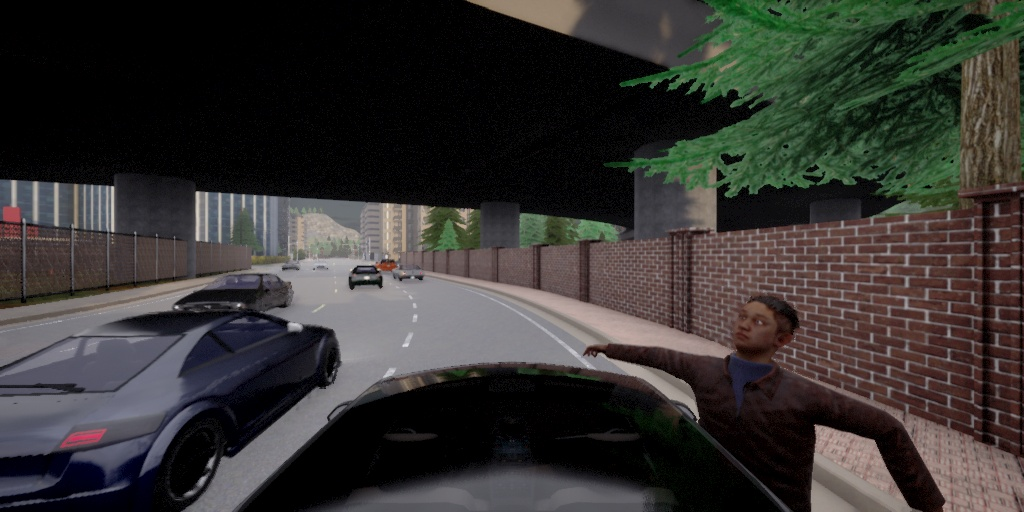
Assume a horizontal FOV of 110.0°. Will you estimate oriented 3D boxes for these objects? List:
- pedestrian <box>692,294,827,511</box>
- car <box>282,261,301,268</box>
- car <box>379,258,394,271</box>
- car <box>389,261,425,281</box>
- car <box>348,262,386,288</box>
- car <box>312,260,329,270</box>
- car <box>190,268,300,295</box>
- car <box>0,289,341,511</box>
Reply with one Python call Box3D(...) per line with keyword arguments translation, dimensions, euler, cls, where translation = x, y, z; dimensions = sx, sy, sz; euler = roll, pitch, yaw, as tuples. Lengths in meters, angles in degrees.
Box3D(translation=(1.067, 1.080, 1.542), dimensions=(0.375, 1.860, 0.375), euler=(-3, 10, 33), cls="pedestrian")
Box3D(translation=(-30.185, 1.348, 49.102), dimensions=(1.895, 1.301, 4.718), euler=(0, 0, -26), cls="car")
Box3D(translation=(-14.656, 1.100, 41.671), dimensions=(2.097, 1.767, 4.553), euler=(0, 0, -26), cls="car")
Box3D(translation=(-8.631, 1.348, 29.578), dimensions=(1.895, 1.301, 4.718), euler=(0, 0, -26), cls="car")
Box3D(translation=(-9.722, 1.312, 23.691), dimensions=(1.994, 1.385, 4.181), euler=(0, 0, -25), cls="car")
Box3D(translation=(-27.373, 1.308, 51.320), dimensions=(1.812, 1.442, 4.674), euler=(0, 0, -26), cls="car")
Box3D(translation=(-9.012, 1.297, 12.175), dimensions=(2.033, 1.411, 5.357), euler=(0, 0, -17), cls="car")
Box3D(translation=(-3.625, 1.313, 4.172), dimensions=(1.994, 1.385, 4.181), euler=(0, 0, -6), cls="car")
